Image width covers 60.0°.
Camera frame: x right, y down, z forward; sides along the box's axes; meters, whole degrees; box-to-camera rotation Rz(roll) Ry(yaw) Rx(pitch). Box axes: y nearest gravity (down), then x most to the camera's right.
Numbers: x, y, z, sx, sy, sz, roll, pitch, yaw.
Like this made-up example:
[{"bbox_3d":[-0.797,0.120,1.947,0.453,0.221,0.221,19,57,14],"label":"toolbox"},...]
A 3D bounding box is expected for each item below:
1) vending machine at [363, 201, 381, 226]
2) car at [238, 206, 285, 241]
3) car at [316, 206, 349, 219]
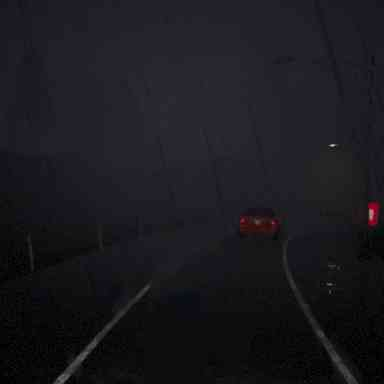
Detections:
[{"bbox_3d":[16.988,2.036,31.399,1.100,2.100,0.880,9,8,40],"label":"vending machine"},{"bbox_3d":[4.029,1.577,18.713,2.097,1.767,4.553,2,0,20],"label":"car"},{"bbox_3d":[15.811,2.265,37.328,2.033,1.411,5.357,4,1,45],"label":"car"}]
